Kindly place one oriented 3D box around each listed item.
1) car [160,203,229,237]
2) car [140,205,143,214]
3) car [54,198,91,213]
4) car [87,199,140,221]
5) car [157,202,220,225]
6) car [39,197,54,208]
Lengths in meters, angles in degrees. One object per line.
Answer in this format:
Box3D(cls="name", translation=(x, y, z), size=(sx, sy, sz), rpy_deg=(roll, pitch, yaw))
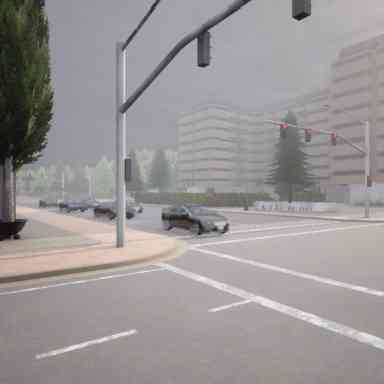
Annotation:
Box3D(cls="car", translation=(0.048, 1.491, 18.381), size=(2.128, 1.511, 4.902), rpy_deg=(0, 0, -34))
Box3D(cls="car", translation=(-6.719, 1.492, 33.957), size=(2.128, 1.511, 4.902), rpy_deg=(0, 0, -36))
Box3D(cls="car", translation=(-13.528, 1.548, 37.415), size=(2.033, 1.411, 5.357), rpy_deg=(0, 0, -36))
Box3D(cls="car", translation=(-6.685, 1.548, 27.925), size=(2.033, 1.411, 5.357), rpy_deg=(0, 0, -36))
Box3D(cls="car", translation=(-0.429, 1.548, 25.249), size=(2.033, 1.411, 5.357), rpy_deg=(0, 0, -36))
Box3D(cls="car", translation=(-20.141, 1.504, 46.651), size=(1.837, 1.490, 4.892), rpy_deg=(0, 0, -35))
